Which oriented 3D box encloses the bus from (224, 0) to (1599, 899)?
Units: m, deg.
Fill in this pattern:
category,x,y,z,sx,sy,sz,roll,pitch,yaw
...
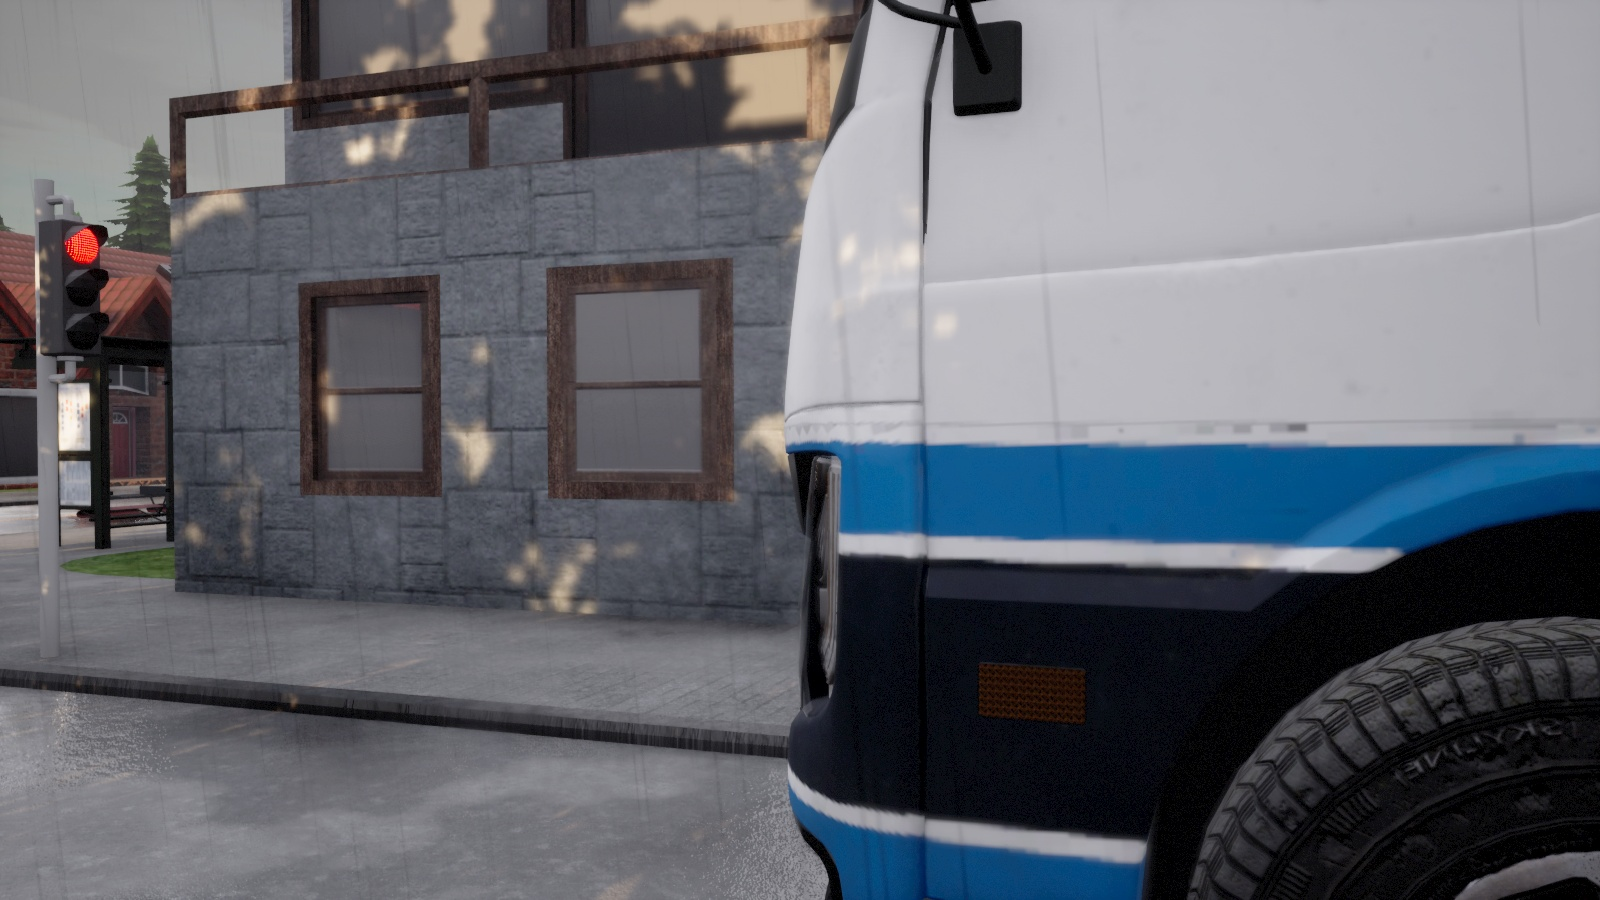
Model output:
category,x,y,z,sx,sy,sz,roll,pitch,yaw
bus,4.544,-0.567,2.134,10.273,4.253,3.944,1,1,21
